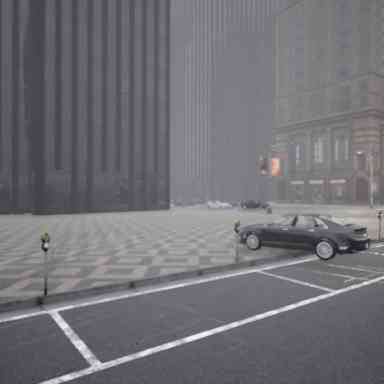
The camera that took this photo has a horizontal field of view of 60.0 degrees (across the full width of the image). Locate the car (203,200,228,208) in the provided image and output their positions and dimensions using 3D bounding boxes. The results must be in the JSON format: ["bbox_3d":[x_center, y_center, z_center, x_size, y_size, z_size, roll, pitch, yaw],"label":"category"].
[{"bbox_3d":[4.238,2.090,60.288,1.895,1.301,4.718,0,-1,-35],"label":"car"}]

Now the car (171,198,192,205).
[{"bbox_3d":[-2.249,1.946,69.321,1.837,1.490,4.892,0,-1,-35],"label":"car"}]

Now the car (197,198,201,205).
[{"bbox_3d":[0.398,1.980,71.206,2.033,1.411,5.357,0,-1,-35],"label":"car"}]

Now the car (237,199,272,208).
[{"bbox_3d":[9.158,1.812,47.552,1.882,1.535,5.008,0,-1,-35],"label":"car"}]

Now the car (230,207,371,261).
[{"bbox_3d":[3.658,1.380,11.417,2.008,1.369,4.403,-1,0,-45],"label":"car"}]

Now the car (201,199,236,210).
[{"bbox_3d":[3.917,1.902,49.316,1.812,1.442,4.674,0,-1,-35],"label":"car"}]

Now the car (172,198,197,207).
[{"bbox_3d":[-1.511,2.142,62.684,1.994,1.385,4.181,0,-1,-35],"label":"car"}]
